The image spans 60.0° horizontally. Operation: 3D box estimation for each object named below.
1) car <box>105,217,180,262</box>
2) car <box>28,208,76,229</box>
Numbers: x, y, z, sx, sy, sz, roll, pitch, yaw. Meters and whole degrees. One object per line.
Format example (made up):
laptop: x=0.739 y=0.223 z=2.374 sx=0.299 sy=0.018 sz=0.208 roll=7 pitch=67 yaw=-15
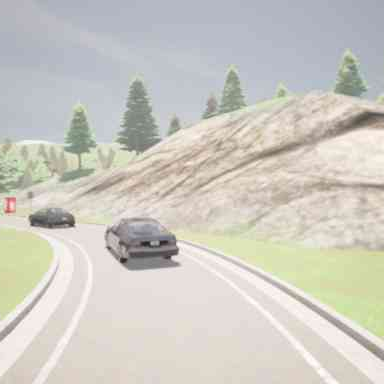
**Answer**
car: x=-2.109 y=1.675 z=12.740 sx=2.033 sy=1.411 sz=5.357 roll=0 pitch=-1 yaw=-22
car: x=-10.278 y=1.833 z=24.317 sx=4.181 sy=1.385 sz=1.994 roll=-1 pitch=-1 yaw=43
